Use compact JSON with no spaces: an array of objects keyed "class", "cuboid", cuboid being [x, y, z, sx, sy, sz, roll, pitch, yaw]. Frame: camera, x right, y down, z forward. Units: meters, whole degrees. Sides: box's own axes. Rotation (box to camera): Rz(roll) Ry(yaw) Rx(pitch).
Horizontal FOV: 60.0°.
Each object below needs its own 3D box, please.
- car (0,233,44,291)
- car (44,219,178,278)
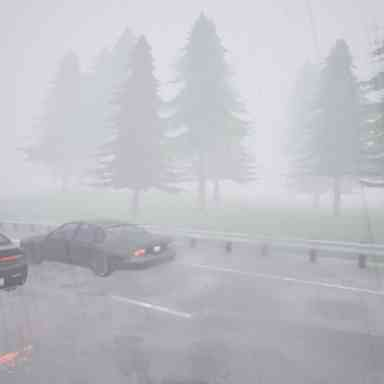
[{"class":"car","cuboid":[-5.773,1.494,7.663,4.892,1.490,1.837,0,0,33]},{"class":"car","cuboid":[-3.022,1.531,10.096,5.357,1.411,2.033,0,0,33]}]
